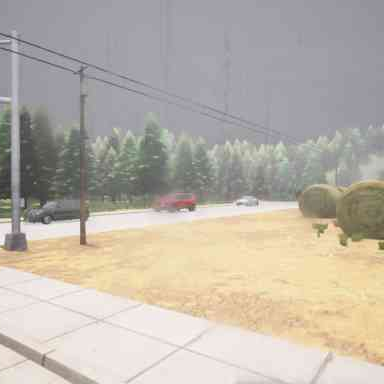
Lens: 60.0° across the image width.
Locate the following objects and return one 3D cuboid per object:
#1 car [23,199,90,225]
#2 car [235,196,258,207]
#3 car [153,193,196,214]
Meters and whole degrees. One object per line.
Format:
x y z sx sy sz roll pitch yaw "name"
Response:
-9.941 1.362 24.630 2.097 1.767 4.553 0 0 37 "car"
8.124 1.373 48.770 1.812 1.442 4.674 0 0 37 "car"
-1.753 1.156 35.627 2.150 2.045 5.566 0 0 37 "car"
